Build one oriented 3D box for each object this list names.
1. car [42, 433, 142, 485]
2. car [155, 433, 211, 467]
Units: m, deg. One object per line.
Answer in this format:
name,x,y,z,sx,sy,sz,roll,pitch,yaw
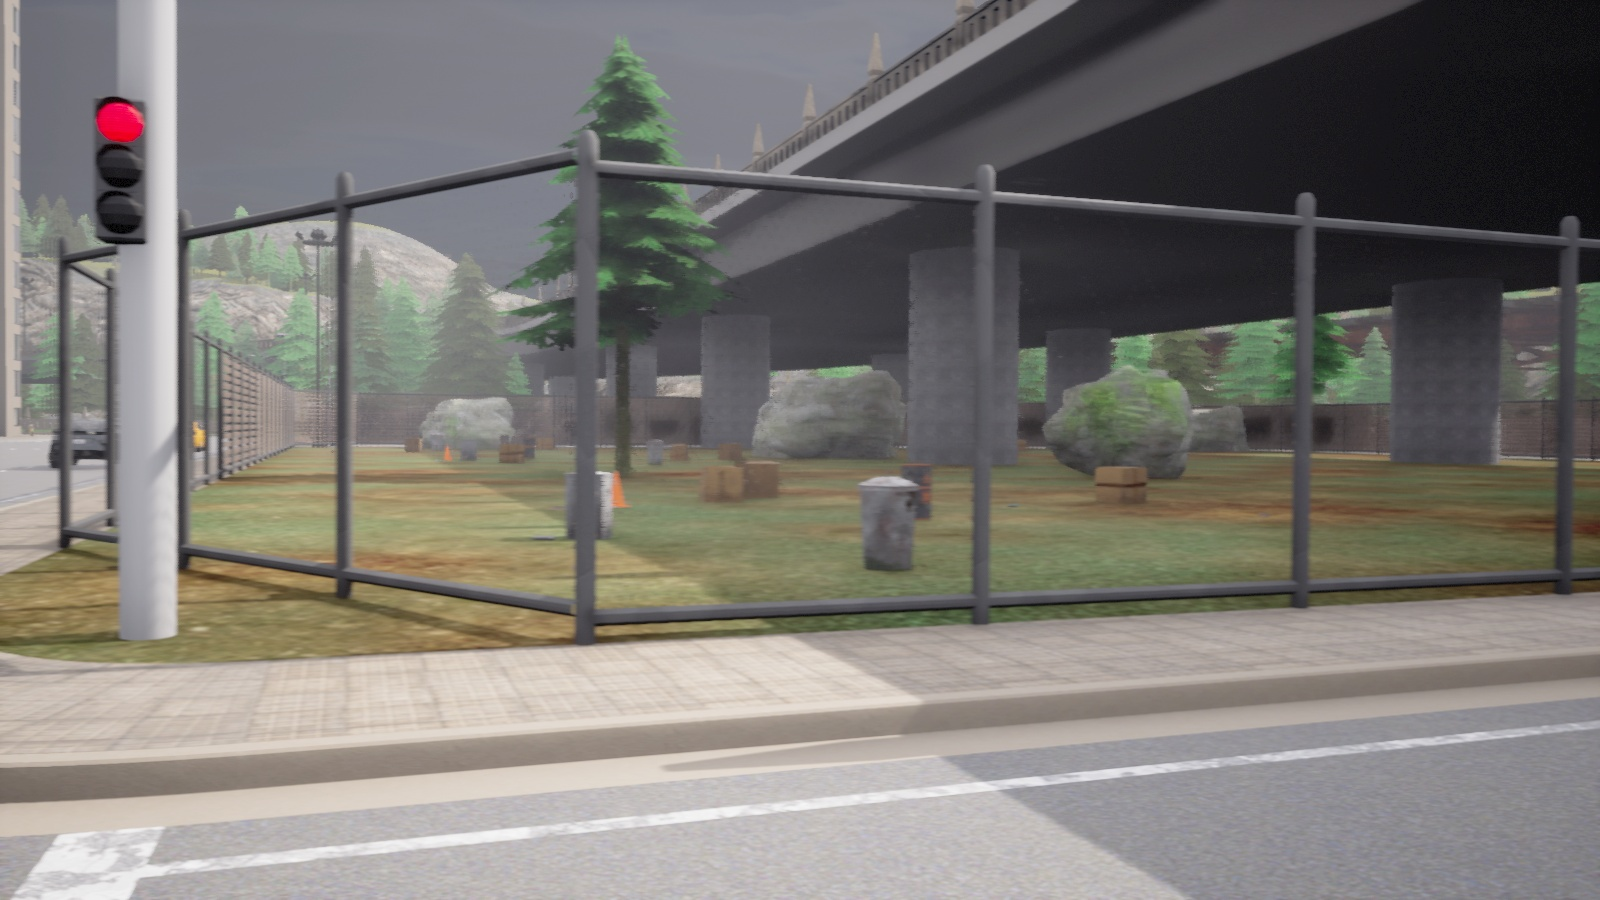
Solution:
car,-22.434,0.237,39.985,2.007,1.525,4.514,-1,1,-20
car,-30.092,-0.035,61.375,1.882,1.535,5.008,-1,1,-20
